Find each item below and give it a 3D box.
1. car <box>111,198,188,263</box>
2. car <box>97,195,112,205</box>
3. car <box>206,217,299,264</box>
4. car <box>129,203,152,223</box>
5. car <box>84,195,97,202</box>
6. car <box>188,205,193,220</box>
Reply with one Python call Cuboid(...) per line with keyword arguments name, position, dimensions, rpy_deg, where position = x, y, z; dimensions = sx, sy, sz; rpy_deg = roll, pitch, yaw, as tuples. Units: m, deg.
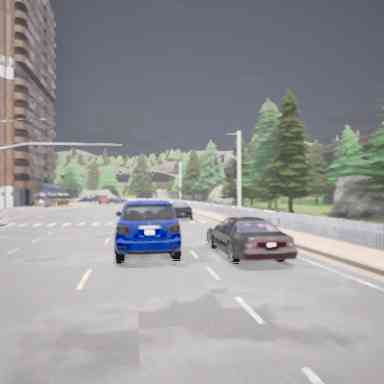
Cuboid(name="car", position=(-1.702, 1.310, 12.628), dimensions=(2.150, 2.045, 5.566), rpy_deg=(0, 0, -9))
Cuboid(name="car", position=(-20.147, 1.804, 76.773), dimensions=(2.150, 2.045, 5.566), rpy_deg=(0, 0, -14))
Cuboid(name="car", position=(1.914, 1.612, 12.217), dimensions=(2.033, 1.411, 5.357), rpy_deg=(0, 0, -10))
Cuboid(name="car", position=(-4.403, 1.725, 28.430), dimensions=(1.812, 1.442, 4.674), rpy_deg=(0, 0, -9))
Cuboid(name="car", position=(-26.867, 2.072, 91.748), dimensions=(4.181, 1.385, 1.994), rpy_deg=(-1, 0, 37))
Cuboid(name="car", position=(-1.161, 1.670, 30.286), dimensions=(1.882, 1.535, 5.008), rpy_deg=(0, 0, -9))
